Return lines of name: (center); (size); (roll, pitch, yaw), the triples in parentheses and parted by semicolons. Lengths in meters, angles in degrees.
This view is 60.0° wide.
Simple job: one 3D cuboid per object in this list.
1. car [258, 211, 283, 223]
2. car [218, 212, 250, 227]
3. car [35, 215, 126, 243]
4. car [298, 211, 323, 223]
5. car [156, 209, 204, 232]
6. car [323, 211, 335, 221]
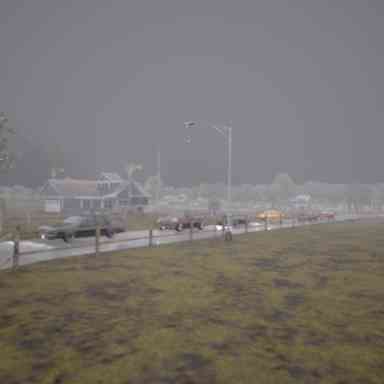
car: (10.236, 3.190, 43.133); (1.882, 1.535, 5.008); (0, -2, 36)
car: (4.436, 2.860, 35.048); (1.994, 1.385, 4.181); (0, -2, 35)
car: (-6.385, 2.091, 19.796); (2.033, 1.411, 5.357); (0, -2, 34)
car: (16.331, 3.476, 46.663); (2.128, 1.511, 4.902); (0, -2, 36)
car: (-0.889, 2.274, 27.583); (2.097, 1.767, 4.553); (0, -2, 35)
car: (22.276, 3.901, 55.003); (1.882, 1.535, 5.008); (0, -2, 35)
